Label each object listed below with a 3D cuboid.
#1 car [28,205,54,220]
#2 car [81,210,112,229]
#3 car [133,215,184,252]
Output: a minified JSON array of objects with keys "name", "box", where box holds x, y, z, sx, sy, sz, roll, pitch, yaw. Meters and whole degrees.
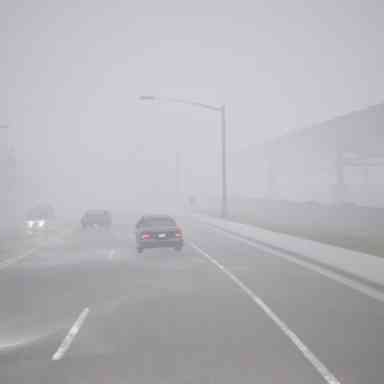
[{"name":"car","box":[-16.525,2.172,36.558,2.128,1.511,4.902,-1,-1,-10]},{"name":"car","box":[-7.073,1.989,25.071,1.895,1.301,4.718,-1,-1,-11]},{"name":"car","box":[-1.613,1.728,15.014,2.033,1.411,5.357,-1,-1,-11]}]
